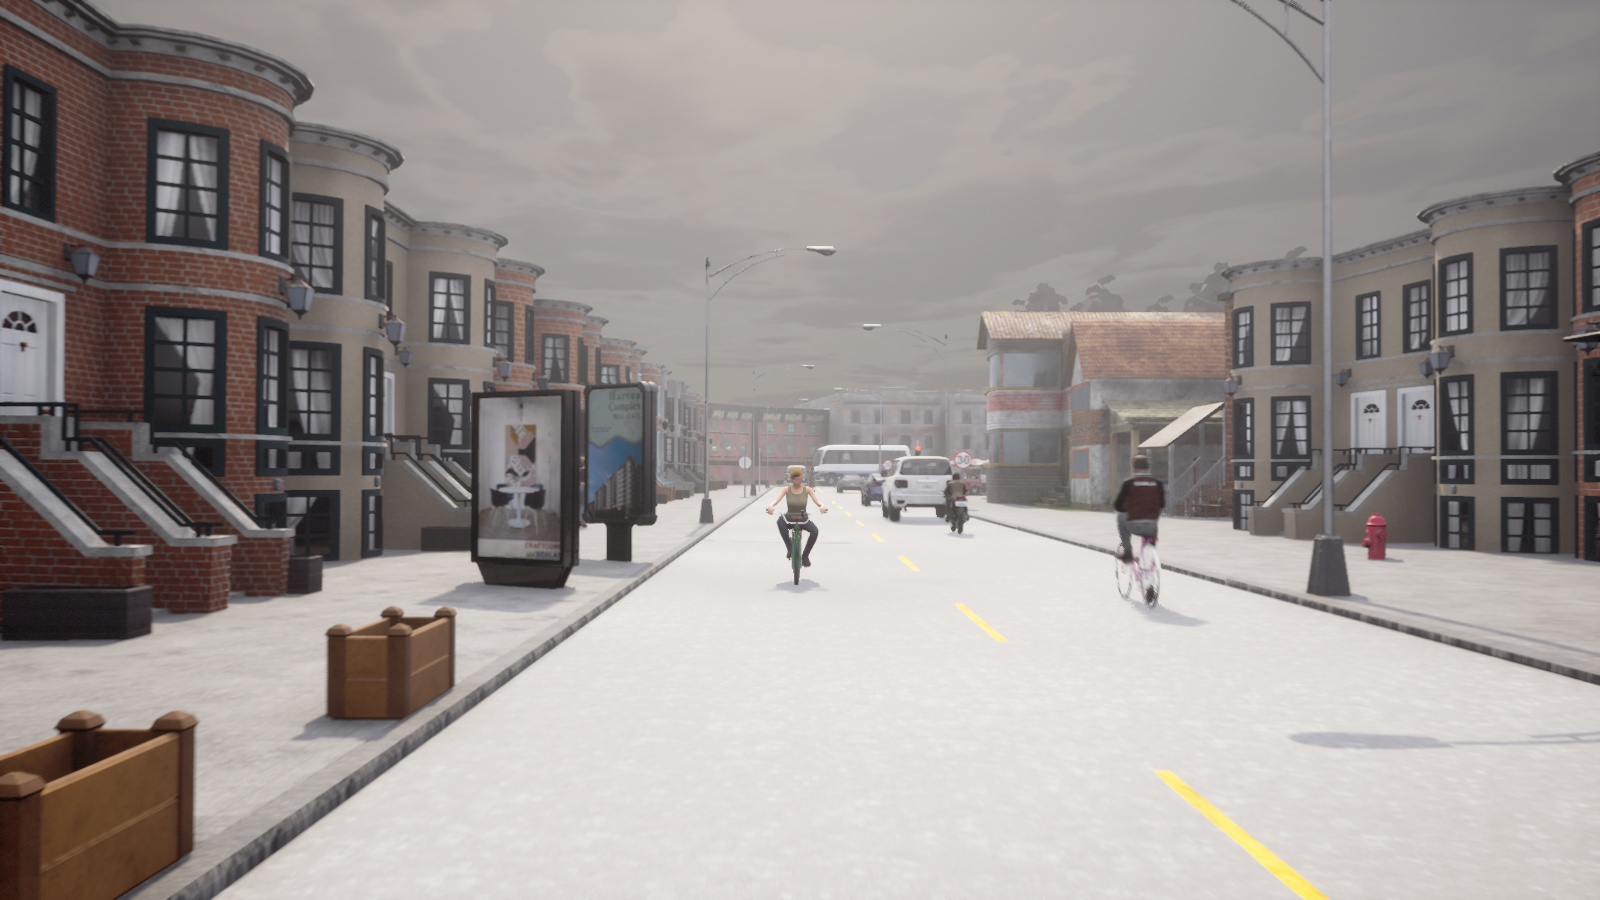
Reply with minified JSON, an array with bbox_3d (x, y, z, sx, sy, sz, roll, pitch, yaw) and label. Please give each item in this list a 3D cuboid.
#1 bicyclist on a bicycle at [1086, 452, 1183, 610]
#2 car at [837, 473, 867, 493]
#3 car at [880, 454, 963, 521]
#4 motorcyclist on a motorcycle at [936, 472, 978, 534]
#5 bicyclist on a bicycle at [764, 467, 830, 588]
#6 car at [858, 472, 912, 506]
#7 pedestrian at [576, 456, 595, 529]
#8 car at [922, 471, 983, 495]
[{"bbox_3d":[3.964,0.921,15.022,0.659,1.776,1.843,0,-1,0],"label":"bicyclist on a bicycle"},{"bbox_3d":[3.741,2.392,91.288,1.994,1.385,4.181,0,-1,0],"label":"car"},{"bbox_3d":[3.902,1.209,41.263,2.150,2.045,5.566,0,-1,0],"label":"car"},{"bbox_3d":[3.926,1.310,31.574,0.797,1.523,2.044,0,-1,0],"label":"motorcyclist on a motorcycle"},{"bbox_3d":[-0.036,1.044,17.505,0.866,1.612,1.509,0,-1,0],"label":"bicyclist on a bicycle"},{"bbox_3d":[3.861,1.764,57.623,2.163,1.488,4.792,0,-1,0],"label":"car"},{"bbox_3d":[-5.473,1.083,32.059,0.345,1.836,0.594,0,-1,5],"label":"pedestrian"},{"bbox_3d":[9.812,2.110,81.019,3.705,1.549,1.789,0,-1,0],"label":"car"}]
